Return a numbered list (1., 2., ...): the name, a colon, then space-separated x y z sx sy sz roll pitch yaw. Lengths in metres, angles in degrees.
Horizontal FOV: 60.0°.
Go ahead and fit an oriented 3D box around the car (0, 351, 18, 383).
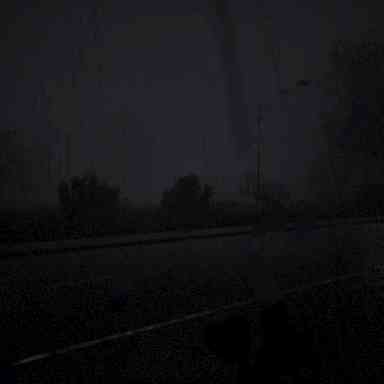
1. car: -3.442 1.474 1.259 5.008 1.535 1.882 0 0 -36
